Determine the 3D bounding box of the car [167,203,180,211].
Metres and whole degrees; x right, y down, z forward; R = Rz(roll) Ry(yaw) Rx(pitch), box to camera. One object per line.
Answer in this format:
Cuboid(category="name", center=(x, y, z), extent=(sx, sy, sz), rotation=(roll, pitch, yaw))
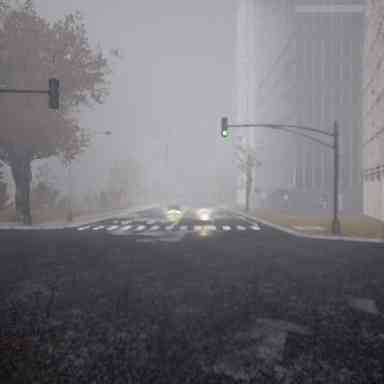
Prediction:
Cuboid(category="car", center=(-2.861, 2.358, 52.613), extent=(1.895, 1.301, 4.718), rotation=(0, -1, 0))
